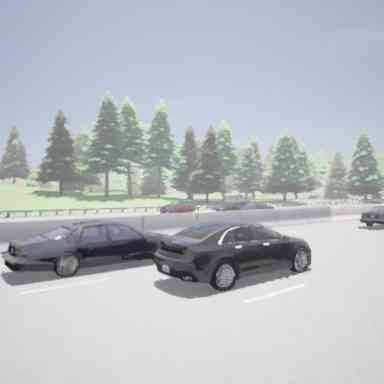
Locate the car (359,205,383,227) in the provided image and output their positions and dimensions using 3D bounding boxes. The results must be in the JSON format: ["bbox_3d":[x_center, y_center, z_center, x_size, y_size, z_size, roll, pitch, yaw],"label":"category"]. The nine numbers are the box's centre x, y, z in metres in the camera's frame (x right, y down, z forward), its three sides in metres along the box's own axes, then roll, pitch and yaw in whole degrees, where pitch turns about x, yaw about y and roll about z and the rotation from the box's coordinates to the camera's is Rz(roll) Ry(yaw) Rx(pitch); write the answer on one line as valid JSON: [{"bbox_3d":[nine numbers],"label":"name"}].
[{"bbox_3d":[13.421,1.599,22.350,5.357,1.411,2.033,0,0,-35],"label":"car"}]

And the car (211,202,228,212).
[{"bbox_3d":[4.100,1.646,33.099,4.892,1.490,1.837,0,0,-35],"label":"car"}]

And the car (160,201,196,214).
[{"bbox_3d":[-1.558,1.750,37.665,4.181,1.385,1.994,0,0,-35],"label":"car"}]

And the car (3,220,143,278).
[{"bbox_3d":[-2.794,1.610,10.420,5.357,1.411,2.033,0,0,-37],"label":"car"}]

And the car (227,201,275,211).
[{"bbox_3d":[5.649,1.684,29.904,4.181,1.385,1.994,0,0,-35],"label":"car"}]

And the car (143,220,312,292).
[{"bbox_3d":[1.338,1.543,9.145,4.892,1.490,1.837,0,-1,-37],"label":"car"}]

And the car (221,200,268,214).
[{"bbox_3d":[6.174,1.707,38.759,5.357,1.411,2.033,0,0,-34],"label":"car"}]
